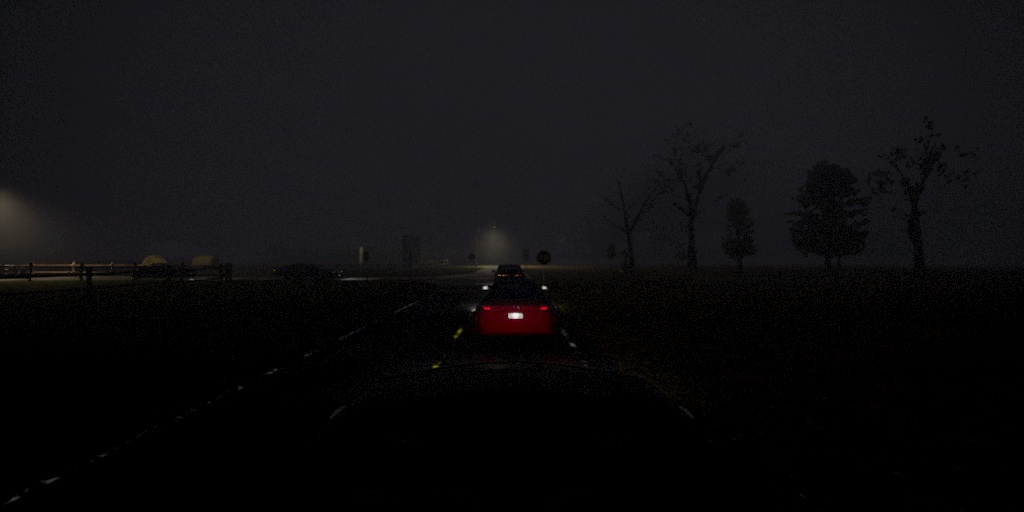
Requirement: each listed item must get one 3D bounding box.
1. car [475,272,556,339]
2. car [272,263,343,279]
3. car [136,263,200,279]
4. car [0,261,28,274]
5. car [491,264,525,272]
[{"bbox_3d":[0.082,1.318,10.088,1.994,1.385,4.181,0,0,0],"label":"car"},{"bbox_3d":[-17.545,1.273,30.905,5.357,1.411,2.033,0,-1,-1],"label":"car"},{"bbox_3d":[-29.277,1.276,30.517,4.181,1.385,1.994,0,-1,-3],"label":"car"},{"bbox_3d":[-47.101,1.241,32.344,4.892,1.490,1.837,0,-1,-4],"label":"car"},{"bbox_3d":[-0.205,1.263,22.489,1.837,1.490,4.892,0,0,-3],"label":"car"}]
